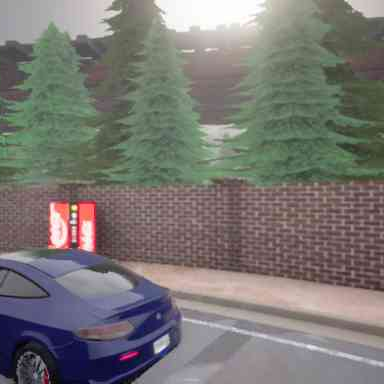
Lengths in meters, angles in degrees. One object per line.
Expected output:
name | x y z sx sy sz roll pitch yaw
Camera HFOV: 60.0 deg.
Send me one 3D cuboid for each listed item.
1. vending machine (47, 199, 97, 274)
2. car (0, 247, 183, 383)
vending machine | -3.602 1.272 10.065 0.880 2.100 1.100 -1 0 23
car | -2.366 1.568 4.867 4.674 1.442 1.812 -1 0 28
